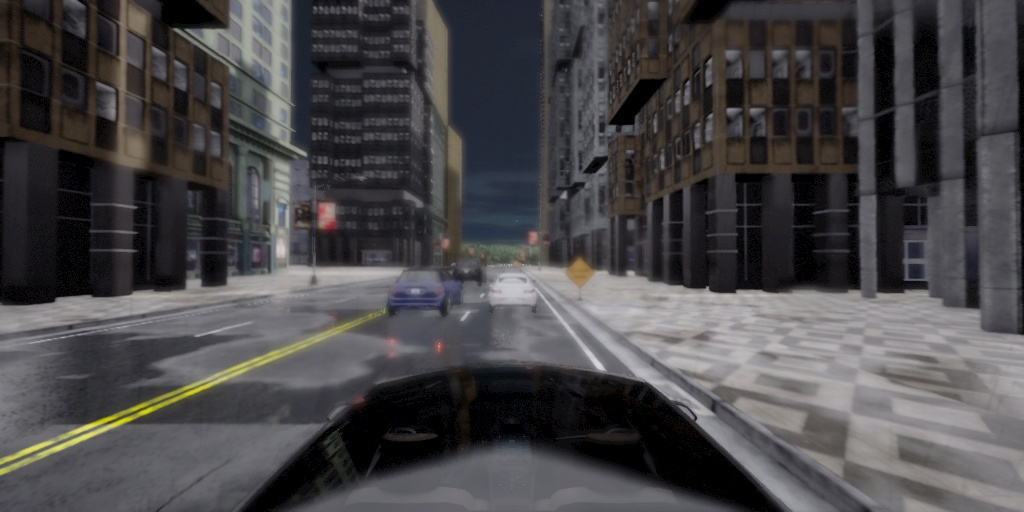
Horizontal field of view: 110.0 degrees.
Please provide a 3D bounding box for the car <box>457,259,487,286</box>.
[{"bbox_3d":[-3.221,1.217,28.121,2.150,2.045,5.566,0,0,0],"label":"car"}]

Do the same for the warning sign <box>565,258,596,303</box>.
[{"bbox_3d":[2.848,0.988,14.985,1.300,1.860,1.060,0,0,0],"label":"warning sign"}]

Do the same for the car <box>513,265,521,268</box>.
[{"bbox_3d":[0.034,1.599,28.561,1.895,1.301,4.718,0,-1,0],"label":"car"}]

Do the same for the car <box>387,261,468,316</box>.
[{"bbox_3d":[-3.207,1.216,14.110,2.097,1.767,4.553,0,-1,0],"label":"car"}]

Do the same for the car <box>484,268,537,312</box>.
[{"bbox_3d":[0.048,1.397,14.826,1.812,1.442,4.674,0,0,1],"label":"car"}]

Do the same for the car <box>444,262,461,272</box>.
[{"bbox_3d":[-9.810,1.756,59.309,1.882,1.535,5.008,0,-1,1],"label":"car"}]
